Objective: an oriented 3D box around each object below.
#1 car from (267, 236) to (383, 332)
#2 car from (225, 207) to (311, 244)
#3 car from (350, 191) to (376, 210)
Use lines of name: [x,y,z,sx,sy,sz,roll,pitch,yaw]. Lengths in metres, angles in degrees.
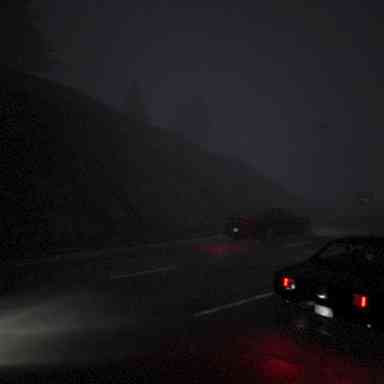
car: [3.816,1.545,6.545,4.718,1.301,1.895,-1,0,-38]
car: [3.708,1.417,15.626,5.008,1.535,1.882,-1,0,-41]
car: [19.183,0.921,37.334,2.150,2.045,5.566,0,0,22]
